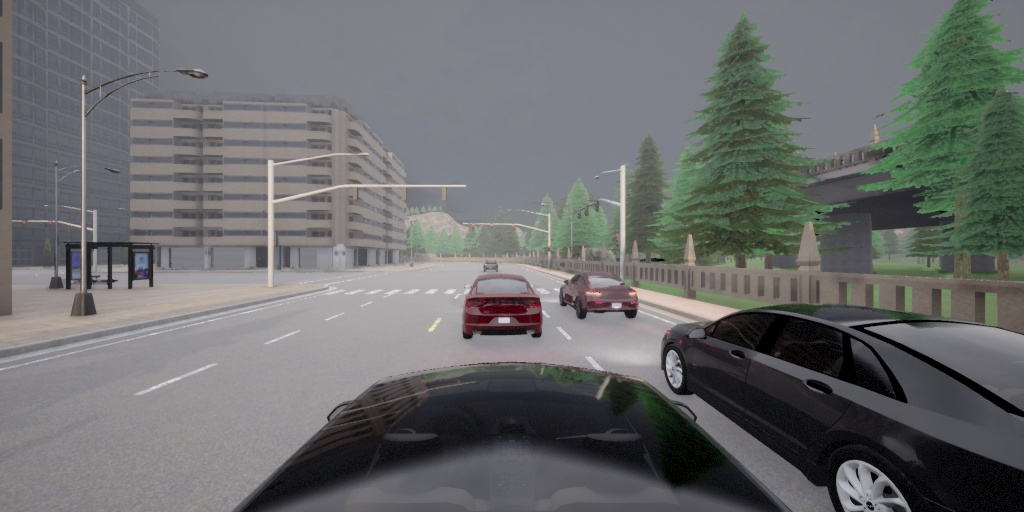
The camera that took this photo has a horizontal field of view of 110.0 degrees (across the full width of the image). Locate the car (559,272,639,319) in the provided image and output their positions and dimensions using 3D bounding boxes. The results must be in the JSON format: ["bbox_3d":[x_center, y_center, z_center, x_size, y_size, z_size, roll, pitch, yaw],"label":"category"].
[{"bbox_3d":[2.922,1.276,12.736,1.812,1.442,4.674,0,0,-3],"label":"car"}]

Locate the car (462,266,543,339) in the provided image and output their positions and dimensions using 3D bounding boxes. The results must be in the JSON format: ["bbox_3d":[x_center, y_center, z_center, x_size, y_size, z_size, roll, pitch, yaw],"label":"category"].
[{"bbox_3d":[-0.340,1.228,10.161,1.882,1.535,5.008,0,0,-4],"label":"car"}]

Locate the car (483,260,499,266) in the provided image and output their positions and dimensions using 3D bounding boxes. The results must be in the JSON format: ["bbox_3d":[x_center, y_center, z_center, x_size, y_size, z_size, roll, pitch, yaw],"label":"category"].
[{"bbox_3d":[-2.717,1.242,45.915,2.128,1.511,4.902,0,0,-4],"label":"car"}]

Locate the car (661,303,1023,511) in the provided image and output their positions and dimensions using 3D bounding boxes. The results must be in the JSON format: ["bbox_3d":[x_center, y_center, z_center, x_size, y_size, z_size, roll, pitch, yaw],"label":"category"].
[{"bbox_3d":[3.258,1.255,3.746,1.837,1.490,4.892,0,0,0],"label":"car"}]
